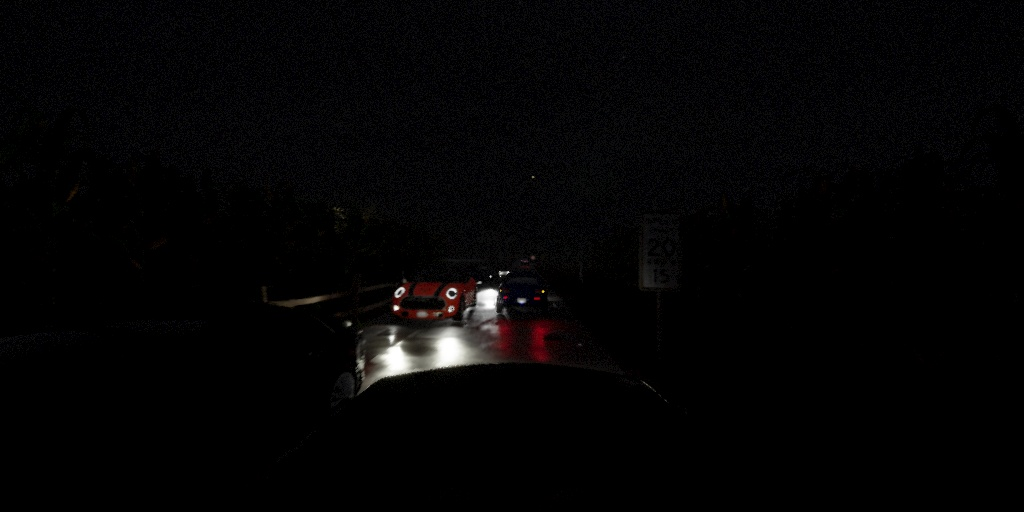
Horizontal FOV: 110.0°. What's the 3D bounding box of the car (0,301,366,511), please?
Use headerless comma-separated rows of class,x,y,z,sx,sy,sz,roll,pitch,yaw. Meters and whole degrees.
car,-2.917,1.210,2.793,1.837,1.490,4.892,1,0,4

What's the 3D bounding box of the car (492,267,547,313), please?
car,0.417,1.332,14.292,1.812,1.442,4.674,1,0,2

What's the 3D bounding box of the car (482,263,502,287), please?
car,-2.005,1.405,25.429,1.895,1.301,4.718,1,0,3

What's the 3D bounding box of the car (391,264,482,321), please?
car,-2.490,1.102,12.551,2.097,1.767,4.553,1,0,2

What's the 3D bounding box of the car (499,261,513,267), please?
car,-0.928,1.375,51.155,1.994,1.385,4.181,1,0,2
